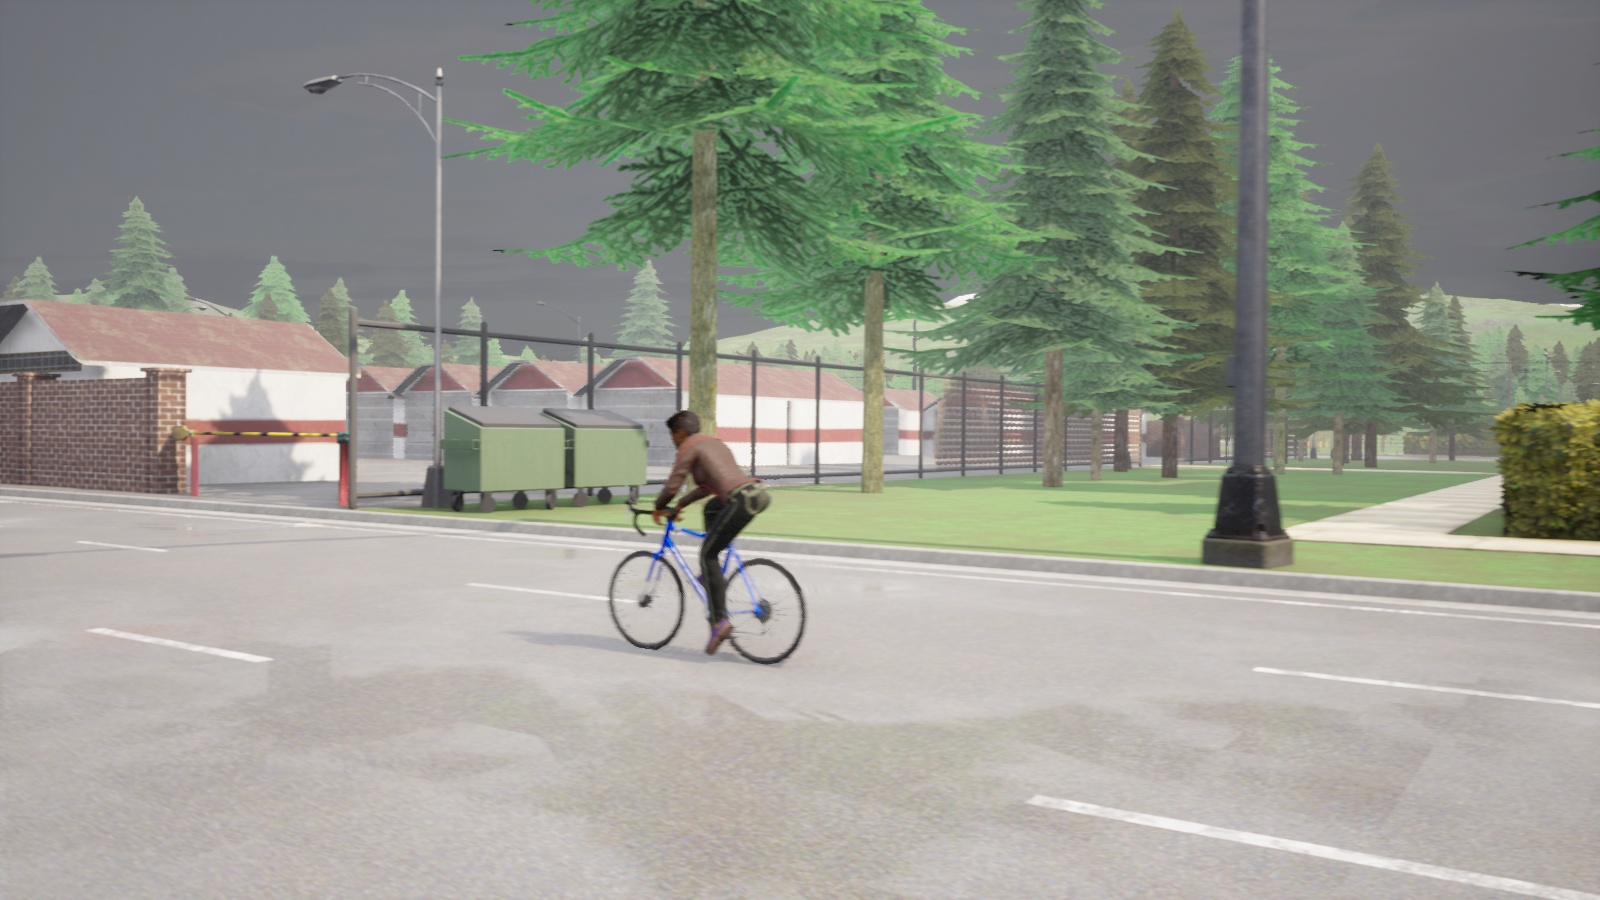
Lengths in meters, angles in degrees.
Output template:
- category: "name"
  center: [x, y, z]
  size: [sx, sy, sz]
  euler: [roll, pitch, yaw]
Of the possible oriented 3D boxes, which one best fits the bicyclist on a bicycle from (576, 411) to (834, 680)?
- category: "bicyclist on a bicycle"
  center: [-0.648, 0.577, 8.254]
  size: [1.656, 1.620, 0.582]
  euler: [-1, 1, 34]
